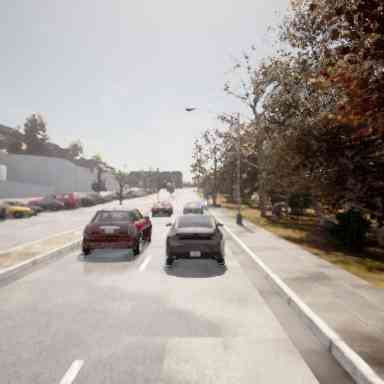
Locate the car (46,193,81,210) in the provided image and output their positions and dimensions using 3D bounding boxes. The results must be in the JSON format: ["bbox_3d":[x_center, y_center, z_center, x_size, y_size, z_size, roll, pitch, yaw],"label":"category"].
[{"bbox_3d":[-16.885,1.206,40.567,5.566,2.045,2.435,-1,1,-20],"label":"car"}]

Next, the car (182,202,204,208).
[{"bbox_3d":[0.106,1.587,29.957,2.033,1.411,5.357,0,0,0],"label":"car"}]

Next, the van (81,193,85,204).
[{"bbox_3d":[-16.748,1.198,43.610,4.442,1.987,1.878,-1,0,-20],"label":"van"}]

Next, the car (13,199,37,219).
[{"bbox_3d":[-16.693,1.534,28.714,5.366,1.575,1.946,-1,0,-20],"label":"car"}]

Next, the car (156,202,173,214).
[{"bbox_3d":[-2.894,1.623,33.383,1.895,1.301,4.718,0,0,0],"label":"car"}]

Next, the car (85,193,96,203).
[{"bbox_3d":[-16.830,1.142,46.563,5.566,2.045,2.435,-1,0,-20],"label":"car"}]

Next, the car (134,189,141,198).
[{"bbox_3d":[-16.798,0.713,85.516,5.566,2.045,2.435,-1,0,-20],"label":"car"}]

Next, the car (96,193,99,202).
[{"bbox_3d":[-16.843,1.363,49.534,4.892,1.521,2.231,-1,1,-20],"label":"car"}]

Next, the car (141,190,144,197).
[{"bbox_3d":[-16.644,0.858,91.573,5.366,1.575,1.946,-1,1,-20],"label":"car"}]

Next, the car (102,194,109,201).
[{"bbox_3d":[-16.816,1.173,55.507,4.553,1.767,2.185,-1,1,-20],"label":"car"}]

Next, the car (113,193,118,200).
[{"bbox_3d":[-16.814,1.264,61.499,4.792,1.488,2.163,-1,0,-20],"label":"car"}]

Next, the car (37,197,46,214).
[{"bbox_3d":[-16.835,1.555,31.642,4.792,1.488,2.163,-1,0,-20],"label":"car"}]

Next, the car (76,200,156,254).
[{"bbox_3d":[-2.900,1.400,13.818,2.097,1.767,4.553,0,0,0],"label":"car"}]

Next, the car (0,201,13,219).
[{"bbox_3d":[-16.894,1.582,25.645,4.792,1.488,2.163,-1,0,-20],"label":"car"}]

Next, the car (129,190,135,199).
[{"bbox_3d":[-16.997,1.041,79.427,5.366,1.575,1.946,-1,1,-20],"label":"car"}]

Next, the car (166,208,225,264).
[{"bbox_3d":[0.100,1.547,12.005,1.837,1.490,4.892,0,0,0],"label":"car"}]

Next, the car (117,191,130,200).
[{"bbox_3d":[-16.804,1.137,73.504,4.792,1.488,2.163,-1,0,-20],"label":"car"}]

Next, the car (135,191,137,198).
[{"bbox_3d":[-16.827,1.043,82.501,4.674,1.452,2.002,-1,0,-20],"label":"car"}]

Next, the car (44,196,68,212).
[{"bbox_3d":[-16.854,1.522,37.599,4.674,1.452,2.002,-1,1,-20],"label":"car"}]

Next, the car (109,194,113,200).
[{"bbox_3d":[-16.837,1.307,58.481,4.674,1.452,2.002,-1,1,-20],"label":"car"}]

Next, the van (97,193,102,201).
[{"bbox_3d":[-16.958,1.107,52.471,4.442,1.987,1.878,-1,1,-20],"label":"van"}]
